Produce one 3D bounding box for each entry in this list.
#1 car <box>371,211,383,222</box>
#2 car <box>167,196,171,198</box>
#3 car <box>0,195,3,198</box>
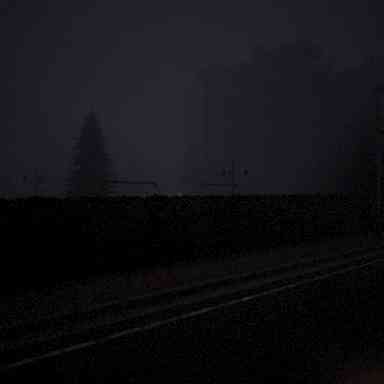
[{"bbox_3d":[11.394,1.585,23.928,1.895,1.301,4.718,0,0,-38],"label":"car"},{"bbox_3d":[-4.684,1.337,50.366,2.097,1.767,4.553,0,0,-38],"label":"car"},{"bbox_3d":[-40.312,1.374,67.393,3.633,1.501,1.845,0,0,-38],"label":"car"}]
